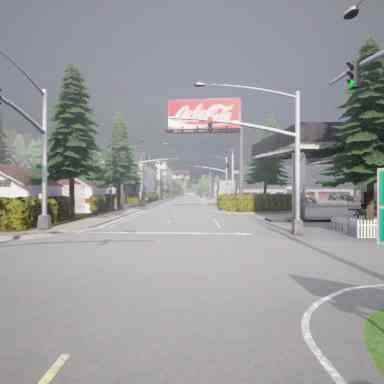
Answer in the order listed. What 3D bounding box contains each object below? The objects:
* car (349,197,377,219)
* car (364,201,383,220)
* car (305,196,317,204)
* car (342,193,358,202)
[{"bbox_3d":[14.376,1.505,24.936,3.866,1.878,1.905,0,0,0],"label":"car"},{"bbox_3d":[18.704,1.672,30.605,4.611,1.667,2.242,0,0,0],"label":"car"},{"bbox_3d":[22.521,1.552,64.001,1.970,1.475,3.806,0,0,0],"label":"car"},{"bbox_3d":[34.927,1.489,71.789,2.007,1.523,4.514,0,0,0],"label":"car"}]
